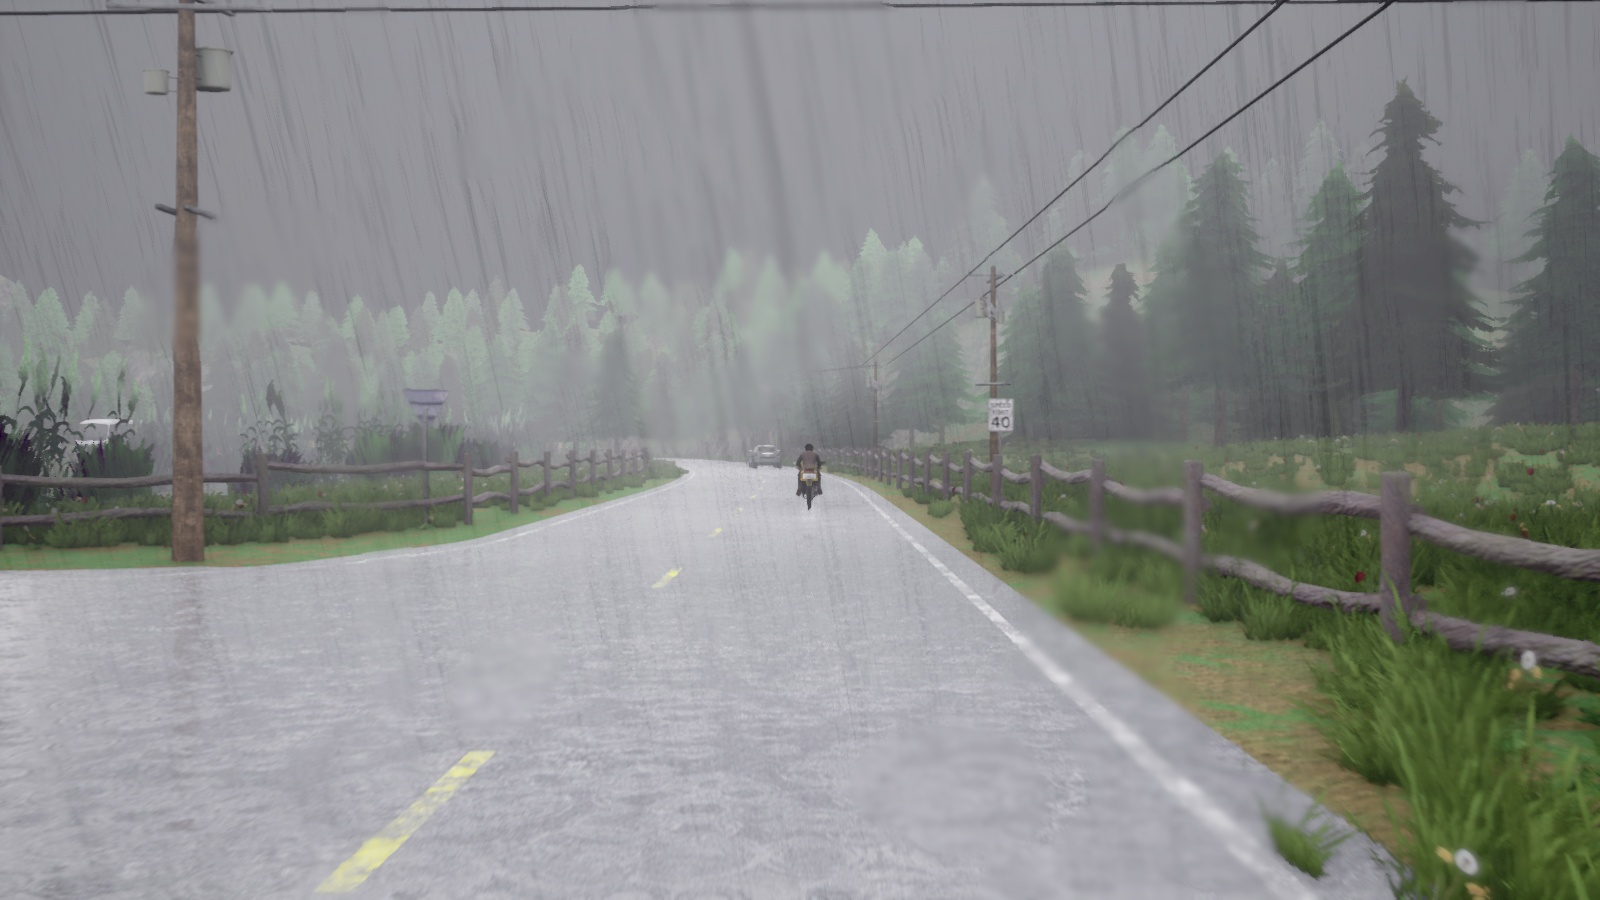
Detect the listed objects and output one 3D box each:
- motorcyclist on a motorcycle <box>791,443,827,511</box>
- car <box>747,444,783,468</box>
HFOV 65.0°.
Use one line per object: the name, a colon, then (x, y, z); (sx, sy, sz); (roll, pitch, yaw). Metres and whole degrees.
motorcyclist on a motorcycle: (0.212, 0.608, 29.544); (0.797, 1.523, 2.044); (0, 0, 0)
car: (-2.281, 0.381, 80.540); (1.970, 1.475, 3.806); (0, 0, -7)
